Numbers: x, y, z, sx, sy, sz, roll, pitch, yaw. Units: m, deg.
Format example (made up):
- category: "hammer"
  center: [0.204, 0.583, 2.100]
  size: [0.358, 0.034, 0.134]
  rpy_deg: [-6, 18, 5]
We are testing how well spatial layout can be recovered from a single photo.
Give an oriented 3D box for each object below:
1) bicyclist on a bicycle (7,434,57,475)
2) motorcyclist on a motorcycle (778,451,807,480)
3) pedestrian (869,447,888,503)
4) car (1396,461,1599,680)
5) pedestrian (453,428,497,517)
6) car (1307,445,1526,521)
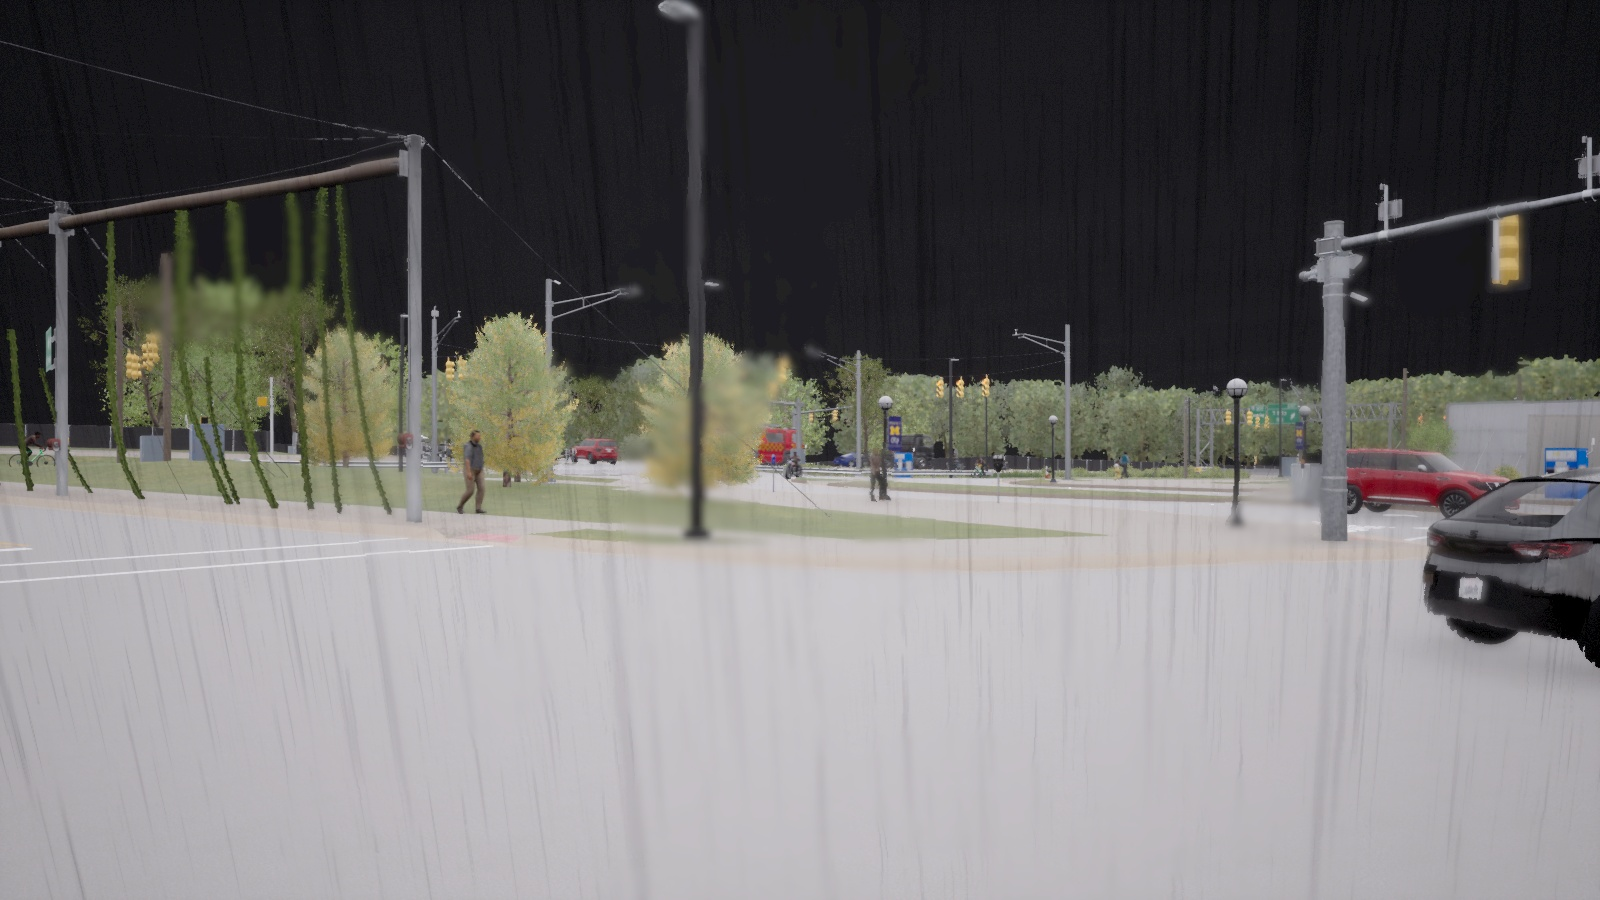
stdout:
- category: "bicyclist on a bicycle"
  center: [-31.453, 0.190, 51.429]
  size: [1.656, 1.620, 0.582]
  rpy_deg: [2, -1, -34]
- category: "motorcyclist on a motorcycle"
  center: [-0.422, 0.877, 71.310]
  size: [0.766, 1.649, 2.350]
  rpy_deg: [1, 0, 21]
- category: "pedestrian"
  center: [2.624, 0.830, 41.974]
  size: [0.331, 1.846, 0.634]
  rpy_deg: [0, 0, -34]
- category: "car"
  center: [7.125, 0.819, 9.727]
  size: [4.193, 1.474, 1.816]
  rpy_deg: [-1, -1, -7]
- category: "pedestrian"
  center: [-6.890, 0.467, 26.627]
  size: [0.694, 1.848, 0.540]
  rpy_deg: [0, 0, 30]
- category: "car"
  center: [18.649, 0.938, 38.240]
  size: [2.150, 2.045, 5.566]
  rpy_deg: [0, 1, -38]
